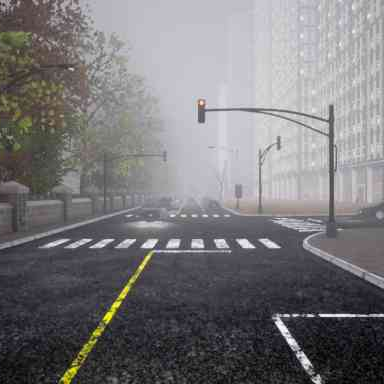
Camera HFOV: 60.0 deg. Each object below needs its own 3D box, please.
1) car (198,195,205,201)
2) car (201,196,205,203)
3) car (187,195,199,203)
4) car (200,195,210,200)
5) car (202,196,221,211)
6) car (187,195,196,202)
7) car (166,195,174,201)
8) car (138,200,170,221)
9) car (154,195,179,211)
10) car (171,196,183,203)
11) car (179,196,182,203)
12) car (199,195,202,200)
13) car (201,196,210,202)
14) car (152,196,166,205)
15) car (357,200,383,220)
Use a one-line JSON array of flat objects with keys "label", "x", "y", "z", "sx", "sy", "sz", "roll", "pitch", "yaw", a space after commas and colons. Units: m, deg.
[{"label": "car", "x": 2.610, "y": 1.640, "z": 92.237, "sx": 2.008, "sy": 1.369, "sz": 4.403, "roll": 0, "pitch": 0, "yaw": 0}, {"label": "car", "x": 2.649, "y": 1.591, "z": 47.178, "sx": 1.947, "sy": 1.339, "sz": 4.313, "roll": 0, "pitch": 0, "yaw": 0}, {"label": "car", "x": -0.062, "y": 1.577, "z": 69.246, "sx": 1.812, "sy": 1.442, "sz": 4.674, "roll": 0, "pitch": 0, "yaw": 0}, {"label": "car", "x": 2.645, "y": 1.596, "z": 52.811, "sx": 1.947, "sy": 1.339, "sz": 4.313, "roll": 0, "pitch": 0, "yaw": 0}, {"label": "car", "x": 2.654, "y": 1.586, "z": 41.546, "sx": 1.947, "sy": 1.339, "sz": 4.313, "roll": 0, "pitch": 0, "yaw": 0}, {"label": "car", "x": -0.069, "y": 1.481, "z": 78.830, "sx": 2.033, "sy": 1.411, "sz": 5.357, "roll": 0, "pitch": 0, "yaw": 0}, {"label": "car", "x": -5.765, "y": 1.624, "z": 86.597, "sx": 1.887, "sy": 1.381, "sz": 4.507, "roll": 0, "pitch": 0, "yaw": 0}, {"label": "car", "x": -3.125, "y": 1.574, "z": 27.067, "sx": 1.994, "sy": 1.385, "sz": 4.181, "roll": 0, "pitch": 0, "yaw": 0}, {"label": "car", "x": -3.134, "y": 1.373, "z": 41.684, "sx": 2.097, "sy": 1.767, "sz": 4.553, "roll": 0, "pitch": 0, "yaw": 0}, {"label": "car", "x": -3.061, "y": 1.552, "z": 69.280, "sx": 2.128, "sy": 1.511, "sz": 4.902, "roll": 0, "pitch": 0, "yaw": 0}, {"label": "car", "x": -3.132, "y": 1.559, "z": 56.027, "sx": 1.812, "sy": 1.442, "sz": 4.674, "roll": 0, "pitch": 0, "yaw": 0}, {"label": "car", "x": 3.052, "y": 1.404, "z": 69.828, "sx": 2.097, "sy": 1.767, "sz": 4.553, "roll": 0, "pitch": 0, "yaw": 0}, {"label": "car", "x": 3.082, "y": 1.588, "z": 76.858, "sx": 1.812, "sy": 1.442, "sz": 4.674, "roll": 0, "pitch": 0, "yaw": 0}, {"label": "car", "x": -5.740, "y": 1.477, "z": 58.436, "sx": 1.967, "sy": 1.590, "sz": 4.097, "roll": 0, "pitch": 0, "yaw": 0}, {"label": "car", "x": 14.932, "y": 1.238, "z": 24.769, "sx": 4.892, "sy": 1.490, "sz": 1.837, "roll": -1, "pitch": 0, "yaw": 0}]
